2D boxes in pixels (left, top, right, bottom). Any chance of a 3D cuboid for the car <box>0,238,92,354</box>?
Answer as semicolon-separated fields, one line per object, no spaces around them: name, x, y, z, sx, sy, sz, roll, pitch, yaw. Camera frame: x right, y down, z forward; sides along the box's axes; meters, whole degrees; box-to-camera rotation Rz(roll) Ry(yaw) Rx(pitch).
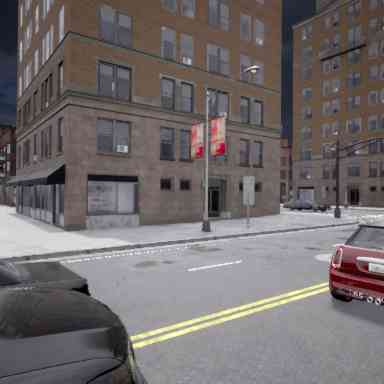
car;-4.085;1.601;4.773;4.718;1.301;1.895;0;0;-36

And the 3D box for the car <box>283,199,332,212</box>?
car;12.823;1.468;37.445;2.033;1.411;5.357;1;0;-36

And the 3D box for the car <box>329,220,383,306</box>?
car;4.967;1.355;7.078;4.553;1.767;2.097;0;0;-36

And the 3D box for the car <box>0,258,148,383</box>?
car;-2.846;1.221;1.405;5.566;2.045;2.150;0;0;-36
